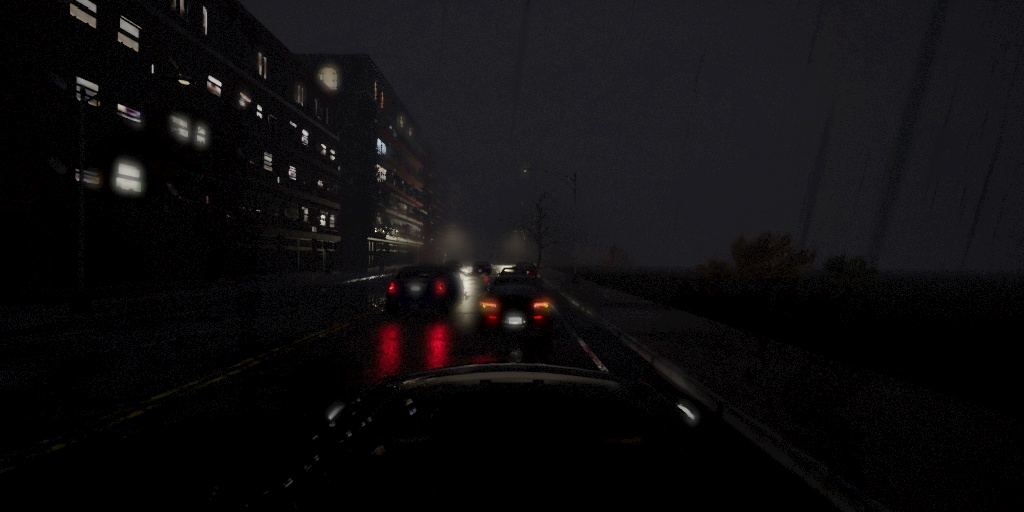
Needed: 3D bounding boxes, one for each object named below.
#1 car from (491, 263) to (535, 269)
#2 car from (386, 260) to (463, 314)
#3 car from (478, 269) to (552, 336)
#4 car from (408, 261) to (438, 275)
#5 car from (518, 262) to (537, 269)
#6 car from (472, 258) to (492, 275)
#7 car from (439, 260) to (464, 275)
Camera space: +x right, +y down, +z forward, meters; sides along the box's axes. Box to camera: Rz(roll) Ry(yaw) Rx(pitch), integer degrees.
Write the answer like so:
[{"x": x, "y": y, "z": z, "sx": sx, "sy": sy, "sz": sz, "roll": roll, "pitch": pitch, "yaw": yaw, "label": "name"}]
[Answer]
[{"x": 0.062, "y": 1.317, "z": 20.449, "sx": 1.994, "sy": 1.385, "sz": 4.181, "roll": 0, "pitch": 0, "yaw": 0, "label": "car"}, {"x": -3.177, "y": 1.104, "z": 13.905, "sx": 2.097, "sy": 1.767, "sz": 4.553, "roll": 0, "pitch": 0, "yaw": 0, "label": "car"}, {"x": 0.074, "y": 1.277, "z": 10.282, "sx": 1.812, "sy": 1.442, "sz": 4.674, "roll": 0, "pitch": 0, "yaw": 0, "label": "car"}, {"x": -9.930, "y": 1.301, "z": 40.430, "sx": 2.033, "sy": 1.411, "sz": 5.357, "roll": 0, "pitch": 0, "yaw": 0, "label": "car"}, {"x": 1.079, "y": 1.232, "z": 29.977, "sx": 1.882, "sy": 1.535, "sz": 5.008, "roll": 0, "pitch": 0, "yaw": 0, "label": "car"}, {"x": -3.228, "y": 1.279, "z": 39.029, "sx": 1.812, "sy": 1.442, "sz": 4.674, "roll": 0, "pitch": 0, "yaw": 0, "label": "car"}, {"x": -6.680, "y": 1.231, "z": 40.024, "sx": 1.882, "sy": 1.535, "sz": 5.008, "roll": 0, "pitch": 0, "yaw": 0, "label": "car"}]
